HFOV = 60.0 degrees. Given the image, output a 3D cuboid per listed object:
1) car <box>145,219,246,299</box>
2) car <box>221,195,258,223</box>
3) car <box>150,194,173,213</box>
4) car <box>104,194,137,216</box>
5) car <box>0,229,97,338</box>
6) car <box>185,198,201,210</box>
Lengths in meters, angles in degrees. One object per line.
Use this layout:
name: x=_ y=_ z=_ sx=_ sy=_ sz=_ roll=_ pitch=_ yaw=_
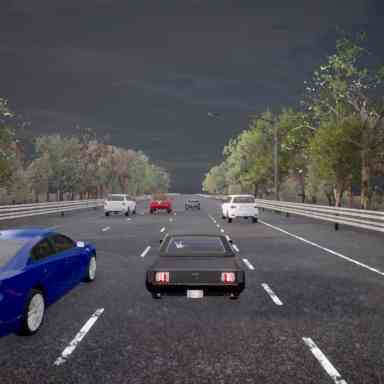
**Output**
car: x=0.099 y=1.601 z=8.380 sx=1.895 sy=1.301 sz=4.718 roll=0 pitch=0 yaw=1
car: x=3.626 y=1.236 z=25.947 sx=2.150 sy=2.045 sz=5.566 roll=0 pitch=0 yaw=-2
car: x=-3.386 y=1.248 z=37.037 sx=2.150 sy=2.045 sz=5.566 roll=0 pitch=0 yaw=0
car: x=-6.902 y=1.243 z=32.483 sx=2.150 sy=2.045 sz=5.566 roll=0 pitch=0 yaw=1
car: x=-3.397 y=1.477 z=6.687 sx=1.882 sy=1.535 sz=5.008 roll=0 pitch=0 yaw=0
car: x=0.112 y=1.525 z=42.938 sx=2.128 sy=1.511 sz=4.902 roll=0 pitch=0 yaw=0
